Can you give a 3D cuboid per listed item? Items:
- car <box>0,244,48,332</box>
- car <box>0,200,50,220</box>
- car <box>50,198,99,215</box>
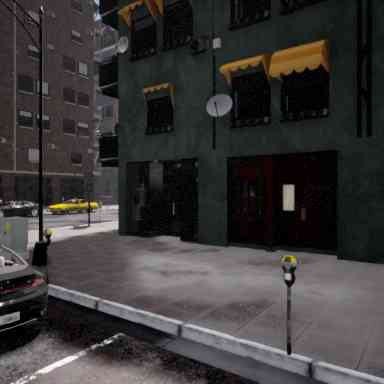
[{"bbox_3d":[-4.343,1.551,5.969,4.403,1.369,2.008,0,0,35],"label":"car"},{"bbox_3d":[-13.912,1.349,25.977,2.008,1.369,4.403,1,1,35],"label":"car"},{"bbox_3d":[-10.824,1.249,30.403,1.752,1.417,4.829,1,1,35],"label":"car"}]
